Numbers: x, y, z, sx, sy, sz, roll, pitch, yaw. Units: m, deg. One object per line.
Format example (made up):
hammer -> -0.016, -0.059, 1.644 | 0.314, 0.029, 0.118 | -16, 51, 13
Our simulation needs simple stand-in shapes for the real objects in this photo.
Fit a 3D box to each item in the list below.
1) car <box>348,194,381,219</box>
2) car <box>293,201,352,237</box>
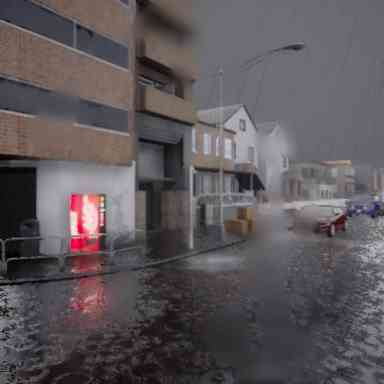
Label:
car -> 15.447, 1.200, 29.819 | 2.150, 2.045, 5.566 | 0, 0, 36
car -> 7.118, 1.459, 18.213 | 1.882, 1.535, 5.008 | 0, 0, 36
